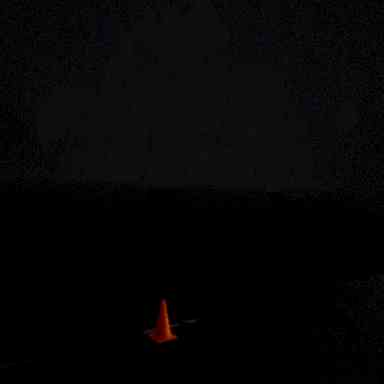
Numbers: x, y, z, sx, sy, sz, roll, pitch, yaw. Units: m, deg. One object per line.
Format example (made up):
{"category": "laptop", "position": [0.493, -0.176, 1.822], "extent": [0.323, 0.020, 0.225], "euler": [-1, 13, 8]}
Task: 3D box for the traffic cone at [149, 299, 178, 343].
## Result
{"category": "traffic cone", "position": [-0.450, 1.976, 5.213], "extent": [0.340, 0.580, 0.340], "euler": [1, 0, -33]}
